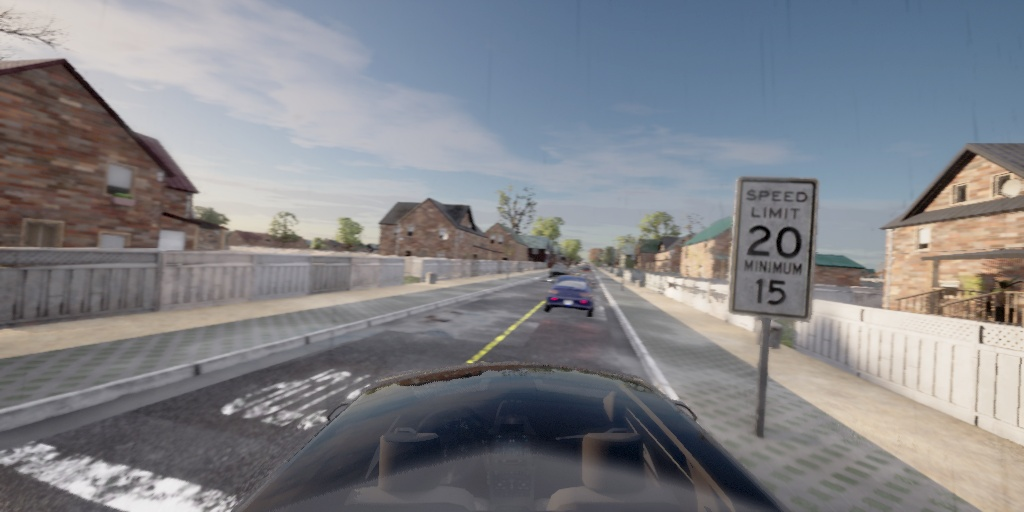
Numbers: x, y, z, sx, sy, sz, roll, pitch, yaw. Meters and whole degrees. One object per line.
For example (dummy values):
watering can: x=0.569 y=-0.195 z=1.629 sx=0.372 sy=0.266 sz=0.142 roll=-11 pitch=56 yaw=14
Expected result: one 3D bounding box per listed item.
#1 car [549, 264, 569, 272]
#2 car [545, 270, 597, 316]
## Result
car: x=5.565 y=1.768 z=42.104 sx=2.097 sy=1.767 sz=4.553 roll=4 pitch=0 yaw=12
car: x=2.517 y=1.545 z=15.070 sx=1.812 sy=1.442 sz=4.674 roll=4 pitch=0 yaw=12
